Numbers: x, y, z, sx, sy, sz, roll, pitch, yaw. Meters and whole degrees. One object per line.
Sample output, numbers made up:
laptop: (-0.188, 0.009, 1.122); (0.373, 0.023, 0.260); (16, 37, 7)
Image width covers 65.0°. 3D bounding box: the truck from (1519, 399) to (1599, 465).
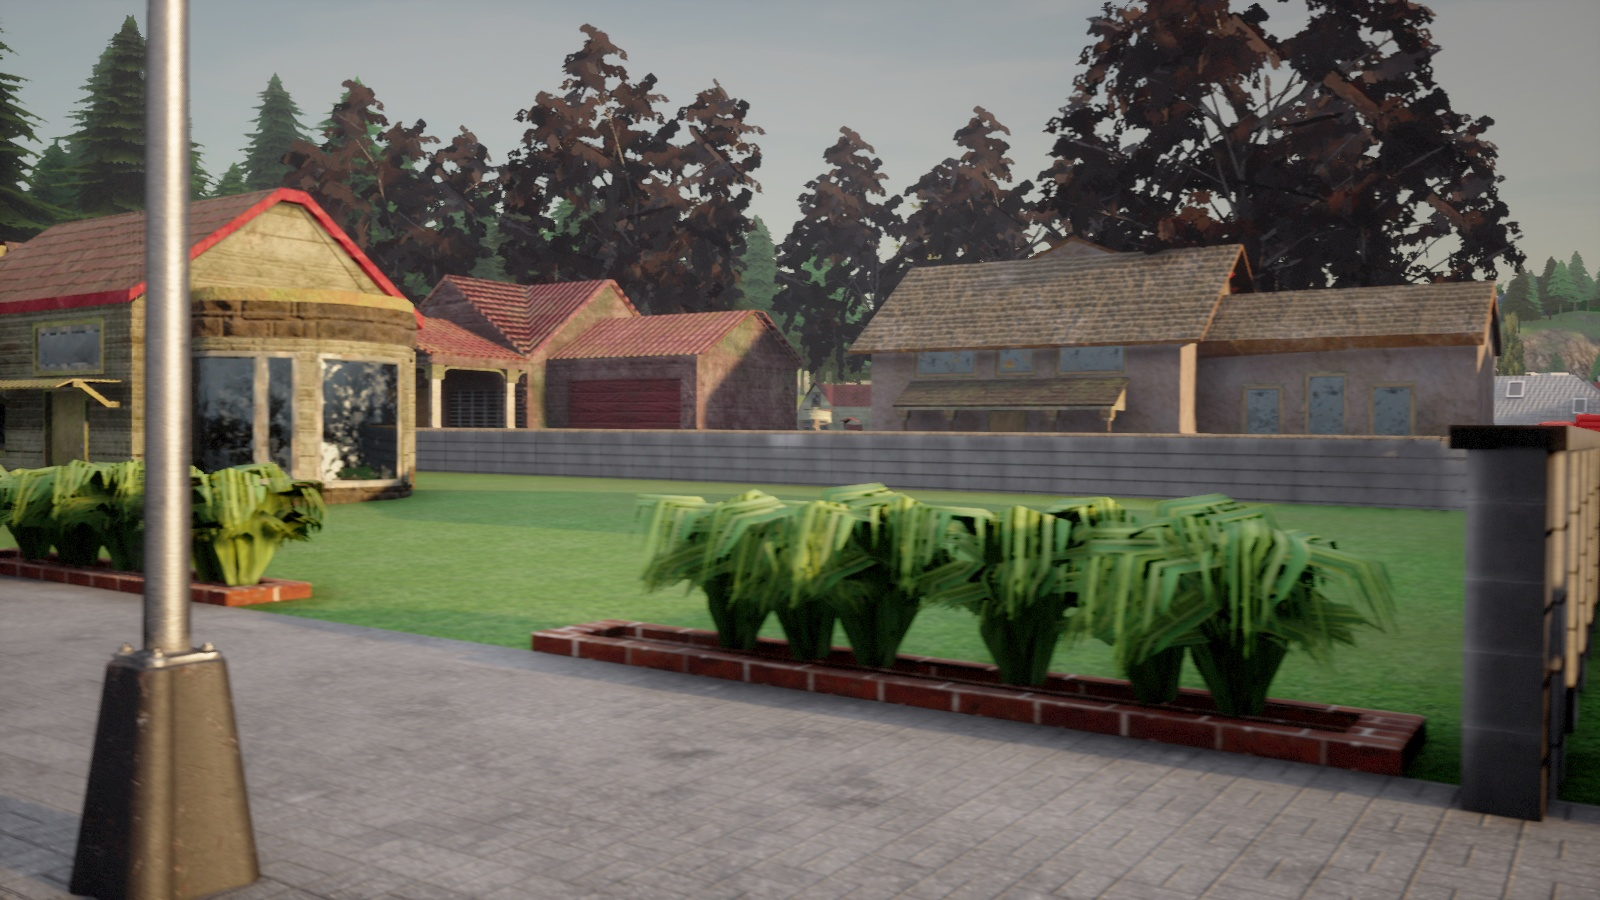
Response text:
truck: (30.642, -0.689, 48.091); (5.204, 2.467, 2.627); (0, 1, 34)
